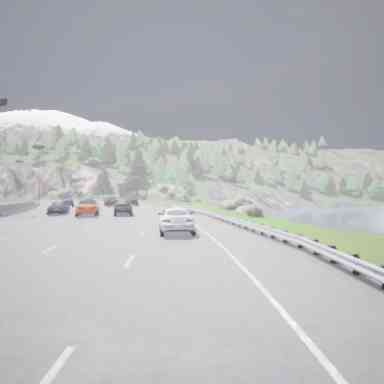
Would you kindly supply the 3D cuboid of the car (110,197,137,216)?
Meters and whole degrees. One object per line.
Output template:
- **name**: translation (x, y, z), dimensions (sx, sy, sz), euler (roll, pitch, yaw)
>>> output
- **car**: translation (-7.240, 1.620, 34.878), dimensions (2.128, 1.511, 4.902), euler (-1, 0, -13)

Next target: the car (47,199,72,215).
- **car**: translation (-14.893, 1.784, 37.154), dimensions (1.994, 1.385, 4.181), euler (-1, 0, -15)

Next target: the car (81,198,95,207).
- **car**: translation (-18.546, 1.854, 59.319), dimensions (1.994, 1.385, 4.181), euler (-1, 0, -23)

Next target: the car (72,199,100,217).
- **car**: translation (-10.571, 1.517, 33.924), dimensions (2.097, 1.767, 4.553), euler (-1, 0, -13)

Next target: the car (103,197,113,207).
- **car**: translation (-14.213, 1.588, 57.915), dimensions (2.097, 1.767, 4.553), euler (-1, 0, -21)

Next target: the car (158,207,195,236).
- **car**: translation (-0.903, 1.559, 18.530), dimensions (1.812, 1.442, 4.674), euler (0, 0, -6)
